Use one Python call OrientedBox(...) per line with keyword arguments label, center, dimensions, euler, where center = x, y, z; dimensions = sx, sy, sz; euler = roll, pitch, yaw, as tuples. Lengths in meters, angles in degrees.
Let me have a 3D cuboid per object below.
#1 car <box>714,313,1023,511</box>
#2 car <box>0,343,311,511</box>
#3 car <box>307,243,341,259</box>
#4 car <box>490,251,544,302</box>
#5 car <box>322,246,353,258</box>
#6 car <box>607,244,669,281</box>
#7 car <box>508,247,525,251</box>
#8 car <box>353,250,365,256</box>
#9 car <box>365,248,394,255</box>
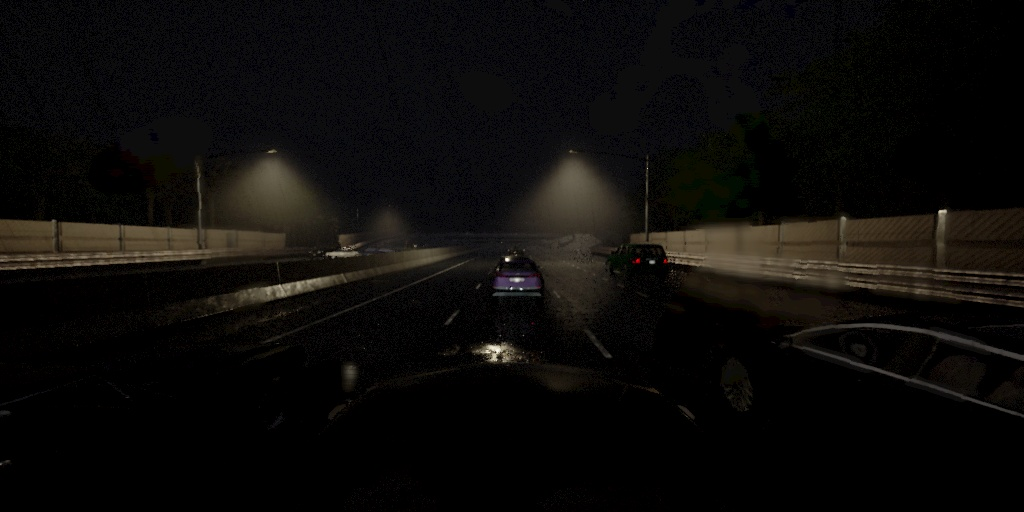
OrientedBox(label="car", center=(3.605, 1.208, 2.835), dimensions=(2.128, 1.511, 4.902), euler=(0, 2, 0))
OrientedBox(label="car", center=(-3.400, 1.337, 2.235), dimensions=(1.895, 1.301, 4.718), euler=(0, 2, 0))
OrientedBox(label="car", center=(-24.041, -0.629, 46.435), dimensions=(2.150, 2.045, 5.566), euler=(0, 2, 1))
OrientedBox(label="car", center=(0.187, 0.782, 14.220), dimensions=(2.033, 1.649, 4.856), euler=(0, 2, 0))
OrientedBox(label="car", center=(-20.612, -0.239, 43.613), dimensions=(1.895, 1.301, 4.718), euler=(0, 2, 1))
OrientedBox(label="car", center=(7.250, 0.303, 21.160), dimensions=(2.150, 2.045, 5.566), euler=(0, 2, 1))
OrientedBox(label="car", center=(0.540, -0.393, 44.703), dimensions=(1.837, 1.490, 4.892), euler=(0, 2, 1))
OrientedBox(label="car", center=(-17.094, -0.320, 44.230), dimensions=(2.033, 1.411, 5.357), euler=(0, 2, 1))
OrientedBox(label="car", center=(-13.713, -0.078, 38.781), dimensions=(1.994, 1.385, 4.181), euler=(0, 2, 1))
